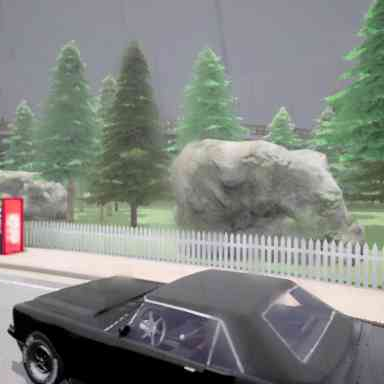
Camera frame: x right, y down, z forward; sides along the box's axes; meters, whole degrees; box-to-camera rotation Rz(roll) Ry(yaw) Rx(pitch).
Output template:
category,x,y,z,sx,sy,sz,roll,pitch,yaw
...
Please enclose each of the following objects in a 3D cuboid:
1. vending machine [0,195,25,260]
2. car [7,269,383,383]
category,x,y,z,sx,sy,sz,roll,pitch,yaw
vending machine,-6.509,1.177,11.400,0.880,2.100,1.100,0,0,21
car,0.035,1.597,3.700,4.718,1.301,1.895,0,0,33
